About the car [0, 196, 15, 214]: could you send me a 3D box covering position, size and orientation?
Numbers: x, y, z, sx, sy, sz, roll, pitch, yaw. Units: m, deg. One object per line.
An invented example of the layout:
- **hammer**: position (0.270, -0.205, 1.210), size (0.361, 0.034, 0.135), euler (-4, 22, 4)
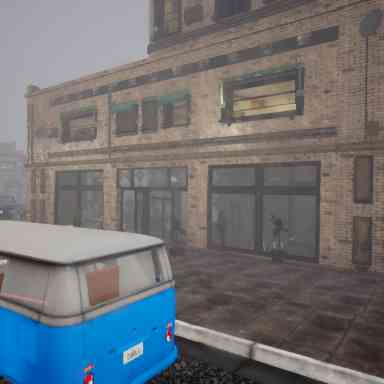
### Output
- **car**: position (-22.017, 1.411, 35.530), size (2.192, 1.841, 5.009), euler (0, 0, 36)

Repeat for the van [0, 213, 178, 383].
- **van**: position (-2.082, 1.340, 4.335), size (3.998, 1.788, 1.690), euler (0, 1, 35)

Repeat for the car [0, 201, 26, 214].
- **car**: position (-15.256, 1.793, 30.583), size (1.947, 1.339, 4.313), euler (0, 0, 36)

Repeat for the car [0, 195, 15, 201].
- **car**: position (-20.478, 1.349, 33.235), size (2.150, 2.045, 5.566), euler (1, 0, 36)
